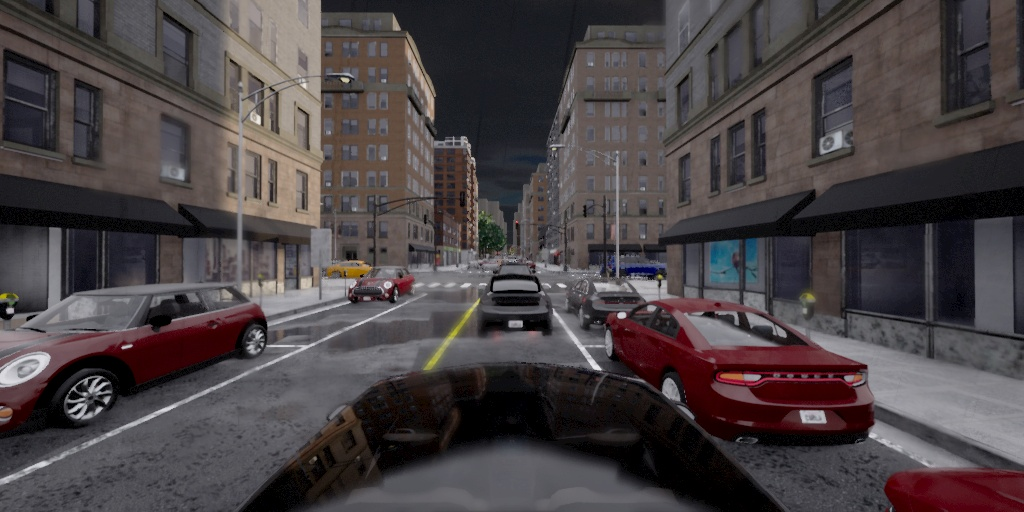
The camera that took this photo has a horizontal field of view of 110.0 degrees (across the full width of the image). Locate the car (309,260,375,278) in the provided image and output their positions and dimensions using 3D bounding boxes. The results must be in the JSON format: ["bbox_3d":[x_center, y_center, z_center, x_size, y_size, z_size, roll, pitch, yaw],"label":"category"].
[{"bbox_3d":[-15.309,1.169,32.523,4.902,1.511,2.128,0,0,-2],"label":"car"}]

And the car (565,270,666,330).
[{"bbox_3d":[2.687,1.300,10.908,2.007,1.370,4.403,0,0,0],"label":"car"}]

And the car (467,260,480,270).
[{"bbox_3d":[-5.888,1.329,54.774,2.007,1.370,4.403,0,0,0],"label":"car"}]

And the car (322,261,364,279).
[{"bbox_3d":[-12.266,1.140,28.933,5.008,1.535,1.882,0,-1,4],"label":"car"}]

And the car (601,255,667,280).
[{"bbox_3d":[10.109,0.983,29.301,5.566,2.045,2.150,0,0,0],"label":"car"}]

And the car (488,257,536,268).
[{"bbox_3d":[0.127,1.103,17.748,2.097,1.767,4.553,0,0,0],"label":"car"}]

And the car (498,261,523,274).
[{"bbox_3d":[-0.080,1.311,42.357,2.033,1.411,5.357,0,0,10],"label":"car"}]

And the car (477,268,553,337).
[{"bbox_3d":[0.060,1.255,10.334,1.837,1.490,4.892,0,0,-1],"label":"car"}]

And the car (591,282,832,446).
[{"bbox_3d":[2.676,1.295,5.417,1.888,1.381,4.507,0,0,0],"label":"car"}]

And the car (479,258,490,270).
[{"bbox_3d":[-3.104,1.375,50.787,1.895,1.301,4.718,0,0,0],"label":"car"}]

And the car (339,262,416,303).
[{"bbox_3d":[-5.829,1.190,16.413,1.967,1.591,4.097,0,0,0],"label":"car"}]

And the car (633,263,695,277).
[{"bbox_3d":[15.203,1.384,36.019,5.357,1.411,2.033,0,0,0],"label":"car"}]

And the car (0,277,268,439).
[{"bbox_3d":[-5.850,1.189,5.426,1.967,1.591,4.097,0,0,0],"label":"car"}]
